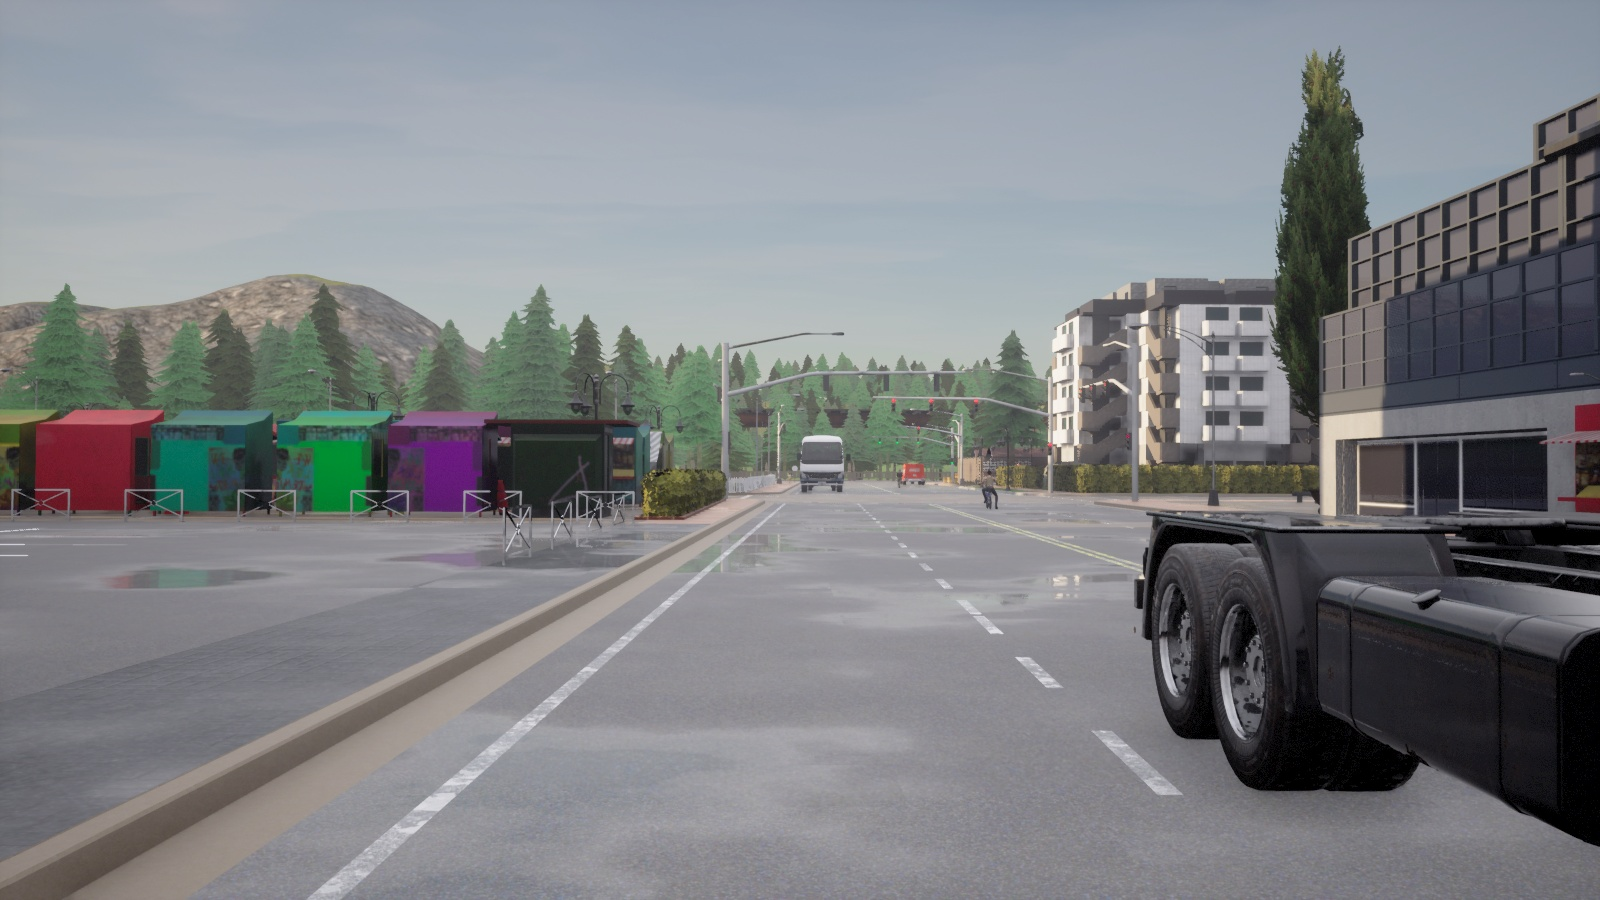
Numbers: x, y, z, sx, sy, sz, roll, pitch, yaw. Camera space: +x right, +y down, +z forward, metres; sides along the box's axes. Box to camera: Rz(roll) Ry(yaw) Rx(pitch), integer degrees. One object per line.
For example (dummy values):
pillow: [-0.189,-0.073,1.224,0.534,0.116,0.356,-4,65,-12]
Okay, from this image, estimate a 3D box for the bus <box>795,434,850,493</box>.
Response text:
bus: [1.699,1.041,96.112,3.944,4.253,10.273,0,-1,1]

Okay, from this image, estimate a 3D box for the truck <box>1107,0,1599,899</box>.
truck: [3.537,-0.102,4.747,2.891,3.462,7.936,0,-1,1]
